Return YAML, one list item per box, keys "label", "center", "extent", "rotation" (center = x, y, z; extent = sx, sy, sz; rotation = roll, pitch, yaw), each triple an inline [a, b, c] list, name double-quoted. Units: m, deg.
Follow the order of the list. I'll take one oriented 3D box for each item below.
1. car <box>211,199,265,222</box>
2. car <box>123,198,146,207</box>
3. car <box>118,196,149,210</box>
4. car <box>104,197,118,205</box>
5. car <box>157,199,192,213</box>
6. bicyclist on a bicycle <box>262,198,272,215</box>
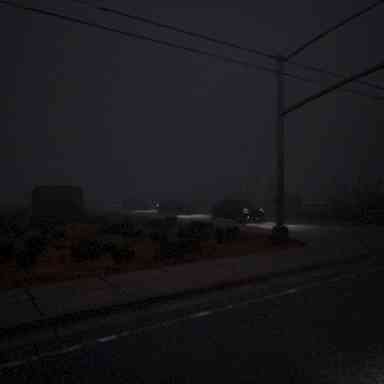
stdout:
- label: "car"
  center: [3.478, 1.338, 25.598]
  extent: [2.097, 1.767, 4.553]
  rotation: [0, 0, -33]
- label: "car"
  center: [-9.055, 1.590, 51.912]
  extent: [1.895, 1.301, 4.718]
  rotation: [0, 0, -32]
- label: "car"
  center: [-7.282, 1.337, 42.406]
  extent: [2.097, 1.767, 4.553]
  rotation: [0, 0, -33]
- label: "car"
  center: [-14.484, 1.552, 60.284]
  extent: [1.994, 1.385, 4.181]
  rotation: [0, 0, -33]
- label: "car"
  center: [-1.878, 1.490, 33.952]
  extent: [1.837, 1.490, 4.892]
  rotation: [0, 0, -33]
- label: "bicyclist on a bicycle"
  center: [7.369, 1.453, 32.679]
  extent: [1.656, 1.620, 0.582]
  rotation: [0, 0, -33]
